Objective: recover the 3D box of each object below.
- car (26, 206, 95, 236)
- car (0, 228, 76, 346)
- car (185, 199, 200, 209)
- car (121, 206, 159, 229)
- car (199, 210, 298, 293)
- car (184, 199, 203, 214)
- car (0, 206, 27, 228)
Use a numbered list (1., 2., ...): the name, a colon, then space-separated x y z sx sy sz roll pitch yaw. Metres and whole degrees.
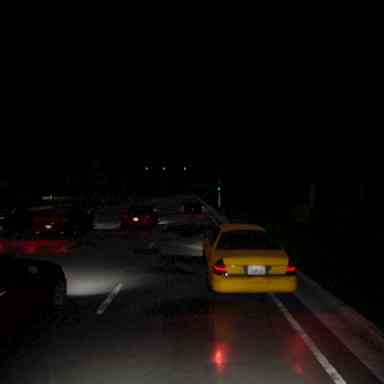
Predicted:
1. car: -6.876 1.524 18.443 1.882 1.535 5.008 0 0 0
2. car: -3.397 1.538 4.697 1.812 1.442 4.674 0 0 0
3. car: 0.113 1.680 47.105 1.994 1.385 4.181 0 0 1
4. car: -3.371 1.618 22.001 1.994 1.385 4.181 0 0 0
5. car: 1.238 1.478 8.924 1.801 1.575 5.366 0 0 0
6. car: 0.122 1.582 36.472 2.128 1.511 4.902 0 0 0
7. car: -10.374 1.540 19.339 2.128 1.511 4.902 0 0 0
